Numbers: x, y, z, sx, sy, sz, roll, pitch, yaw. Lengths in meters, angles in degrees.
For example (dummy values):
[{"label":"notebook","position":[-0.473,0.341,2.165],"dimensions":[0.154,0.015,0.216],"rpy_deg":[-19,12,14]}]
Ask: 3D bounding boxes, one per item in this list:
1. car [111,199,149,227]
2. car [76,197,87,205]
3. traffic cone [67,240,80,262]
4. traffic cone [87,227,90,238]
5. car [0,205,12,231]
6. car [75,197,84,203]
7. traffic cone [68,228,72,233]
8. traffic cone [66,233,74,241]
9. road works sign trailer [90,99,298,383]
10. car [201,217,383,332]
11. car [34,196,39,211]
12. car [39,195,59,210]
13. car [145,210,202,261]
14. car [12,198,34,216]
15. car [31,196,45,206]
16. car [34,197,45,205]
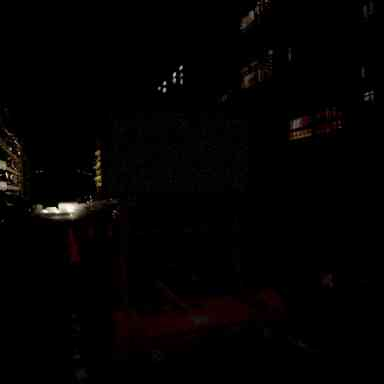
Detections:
[{"label":"car","position":[-4.264,1.375,22.700],"dimensions":[2.192,1.841,5.009],"rpy_deg":[-1,0,-22]},{"label":"car","position":[-23.068,1.861,69.994],"dimensions":[1.752,1.417,4.829],"rpy_deg":[-1,0,-22]},{"label":"traffic cone","position":[-3.959,2.012,11.221],"dimensions":[0.340,0.580,0.340],"rpy_deg":[-1,0,-22]},{"label":"traffic cone","position":[-5.247,2.032,17.165],"dimensions":[0.340,0.580,0.340],"rpy_deg":[-1,0,-22]},{"label":"car","position":[-11.987,1.706,19.447],"dimensions":[1.752,1.417,4.829],"rpy_deg":[-1,0,-22]},{"label":"car","position":[-27.170,1.939,80.311],"dimensions":[1.887,1.381,4.507],"rpy_deg":[-1,0,-22]},{"label":"traffic cone","position":[-5.436,2.035,14.937],"dimensions":[0.340,0.580,0.340],"rpy_deg":[-1,0,-22]},{"label":"traffic cone","position":[-4.698,2.024,13.079],"dimensions":[0.340,0.580,0.340],"rpy_deg":[-1,0,-22]},{"label":"road works sign trailer","position":[-0.203,0.463,5.207],"dimensions":[2.380,3.560,2.880],"rpy_deg":[-1,0,-21]},{"label":"car","position":[1.985,1.404,6.987],"dimensions":[1.967,1.590,4.097],"rpy_deg":[-1,0,-22]},{"label":"car","position":[-20.383,1.620,40.556],"dimensions":[2.192,1.841,5.009],"rpy_deg":[-1,0,-22]},{"label":"car","position":[-20.931,1.532,49.206],"dimensions":[2.150,2.045,5.566],"rpy_deg":[-1,0,-22]},{"label":"car","position":[-0.096,1.547,12.224],"dimensions":[2.008,1.369,4.403],"rpy_deg":[-1,0,-22]},{"label":"car","position":[-18.299,1.715,35.318],"dimensions":[1.967,1.590,4.097],"rpy_deg":[-1,0,-22]},{"label":"car","position":[-30.796,1.771,66.743],"dimensions":[2.192,1.841,5.009],"rpy_deg":[-1,0,-22]},{"label":"car","position":[-32.877,1.926,71.980],"dimensions":[1.967,1.590,4.097],"rpy_deg":[-1,0,-22]}]
